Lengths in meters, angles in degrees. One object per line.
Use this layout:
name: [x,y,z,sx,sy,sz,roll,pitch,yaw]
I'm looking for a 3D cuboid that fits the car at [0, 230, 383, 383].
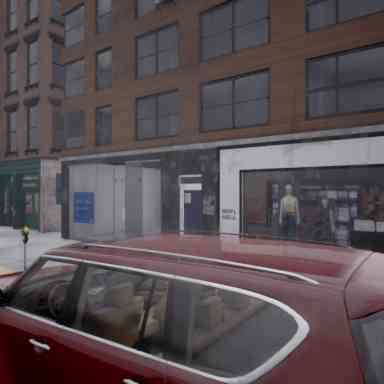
car: [-0.490,1.315,3.164,5.009,1.841,2.192,0,0,36]
